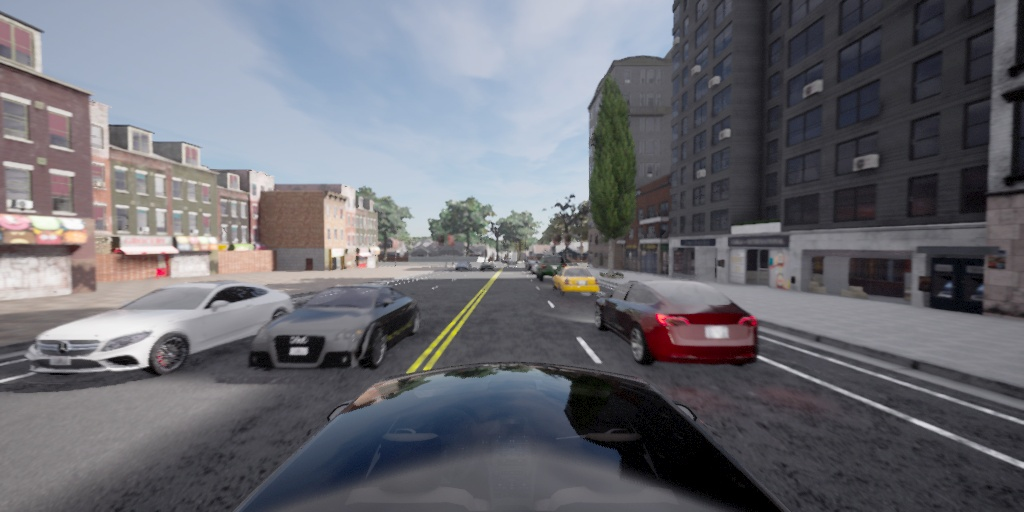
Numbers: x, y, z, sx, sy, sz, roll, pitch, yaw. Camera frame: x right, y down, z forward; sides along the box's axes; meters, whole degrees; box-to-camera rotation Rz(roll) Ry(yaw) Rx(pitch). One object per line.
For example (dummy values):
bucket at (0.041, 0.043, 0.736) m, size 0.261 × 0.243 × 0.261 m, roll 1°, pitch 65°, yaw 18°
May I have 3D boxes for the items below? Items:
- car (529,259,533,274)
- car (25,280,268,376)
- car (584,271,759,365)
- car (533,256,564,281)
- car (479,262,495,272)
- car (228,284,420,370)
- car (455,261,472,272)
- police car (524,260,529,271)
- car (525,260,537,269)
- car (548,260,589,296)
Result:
car at (3.232, 1.333, 41.017) m, size 1.812 × 1.442 × 4.674 m, roll 0°, pitch 0°, yaw 0°
car at (-6.613, 1.272, 7.577) m, size 1.812 × 1.442 × 4.674 m, roll 0°, pitch 0°, yaw 0°
car at (3.247, 1.251, 8.026) m, size 2.163 × 1.488 × 4.792 m, roll 0°, pitch 0°, yaw 0°
car at (3.237, 0.995, 30.040) m, size 2.150 × 2.045 × 5.566 m, roll 0°, pitch 0°, yaw 0°
car at (-3.348, 1.443, 49.003) m, size 1.895 × 1.301 × 4.718 m, roll 0°, pitch 0°, yaw 0°
car at (-3.352, 1.311, 7.632) m, size 1.994 × 1.385 × 4.181 m, roll 0°, pitch 0°, yaw 0°
car at (-6.595, 1.391, 49.197) m, size 2.033 × 1.411 × 5.357 m, roll 0°, pitch 0°, yaw 0°
police car at (3.228, 1.284, 52.136) m, size 1.930 × 1.638 × 5.238 m, roll 0°, pitch 0°, yaw 0°
car at (3.223, 1.429, 63.034) m, size 1.837 × 1.490 × 4.892 m, roll 0°, pitch 0°, yaw 0°
car at (3.242, 1.212, 19.192) m, size 1.801 × 1.575 × 5.366 m, roll 0°, pitch 0°, yaw 0°
